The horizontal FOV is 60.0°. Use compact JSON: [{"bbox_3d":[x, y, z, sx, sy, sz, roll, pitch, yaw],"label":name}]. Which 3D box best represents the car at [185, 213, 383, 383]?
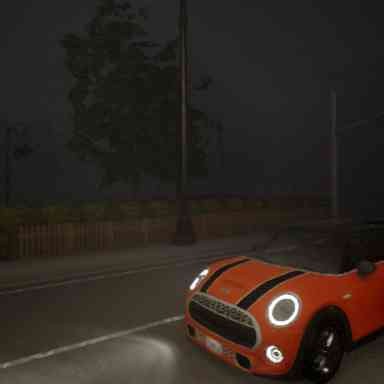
[{"bbox_3d":[2.103,1.301,5.462,4.553,1.767,2.097,-1,0,-35],"label":"car"}]
